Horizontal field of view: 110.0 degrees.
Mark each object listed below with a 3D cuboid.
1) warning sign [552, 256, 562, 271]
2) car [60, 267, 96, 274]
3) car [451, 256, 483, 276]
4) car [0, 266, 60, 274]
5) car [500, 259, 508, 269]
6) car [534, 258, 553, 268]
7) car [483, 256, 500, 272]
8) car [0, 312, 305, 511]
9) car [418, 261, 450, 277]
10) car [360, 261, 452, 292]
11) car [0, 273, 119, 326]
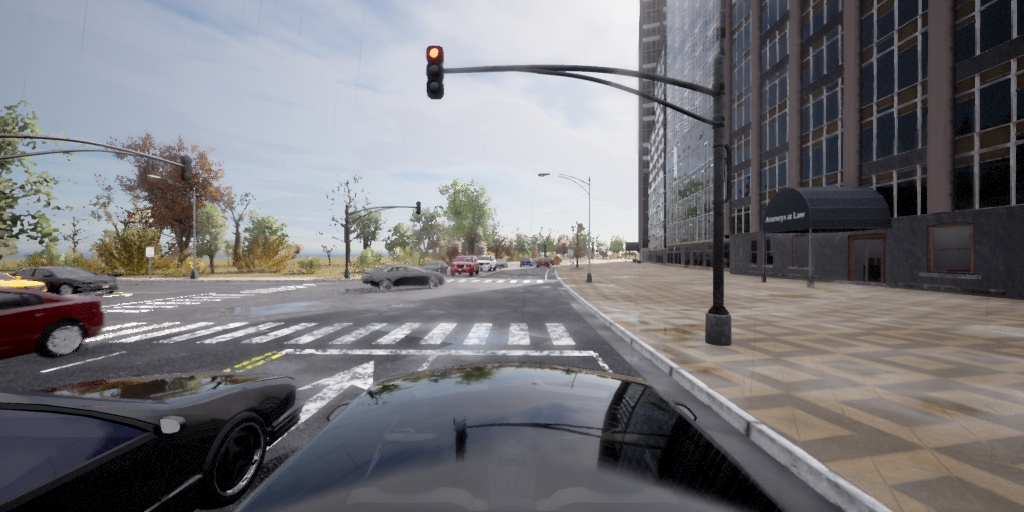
[{"bbox_3d":[5.544,0.869,43.990,1.300,1.860,1.060,0,0,7],"label":"warning sign"},{"bbox_3d":[-23.068,1.278,18.267,5.008,1.535,1.882,0,0,3],"label":"car"},{"bbox_3d":[-4.751,0.970,36.782,2.150,2.045,5.566,0,0,4],"label":"car"},{"bbox_3d":[-22.611,1.289,14.993,5.008,1.535,1.882,0,0,3],"label":"car"},{"bbox_3d":[-1.911,1.279,58.307,1.812,1.442,4.674,0,0,9],"label":"car"},{"bbox_3d":[5.572,1.114,62.512,2.097,1.767,4.553,0,0,10],"label":"car"},{"bbox_3d":[-3.497,0.972,47.416,2.150,2.045,5.566,0,0,8],"label":"car"},{"bbox_3d":[-3.128,1.297,1.295,2.033,1.411,5.357,0,0,1],"label":"car"},{"bbox_3d":[-7.943,1.252,37.071,1.837,1.490,4.892,0,0,6],"label":"car"},{"bbox_3d":[-6.467,1.239,21.501,4.902,1.511,2.128,0,0,-37],"label":"car"},{"bbox_3d":[-9.674,1.227,5.599,1.882,1.535,5.008,1,0,-3],"label":"car"}]
